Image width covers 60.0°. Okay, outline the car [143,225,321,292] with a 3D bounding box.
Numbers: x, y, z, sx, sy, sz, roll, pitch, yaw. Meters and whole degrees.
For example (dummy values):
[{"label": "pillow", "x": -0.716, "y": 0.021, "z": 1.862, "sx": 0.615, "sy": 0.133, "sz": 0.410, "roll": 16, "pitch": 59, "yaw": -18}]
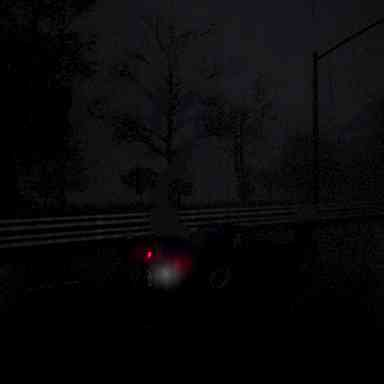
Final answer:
[{"label": "car", "x": 1.241, "y": 1.533, "z": 8.744, "sx": 4.718, "sy": 1.301, "sz": 1.895, "roll": -1, "pitch": 0, "yaw": -34}]
